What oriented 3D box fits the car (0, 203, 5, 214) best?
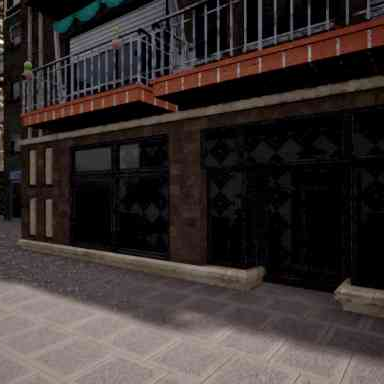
[{"bbox_3d":[-19.409,1.320,30.057,1.967,1.590,4.097,0,1,36],"label":"car"}]
